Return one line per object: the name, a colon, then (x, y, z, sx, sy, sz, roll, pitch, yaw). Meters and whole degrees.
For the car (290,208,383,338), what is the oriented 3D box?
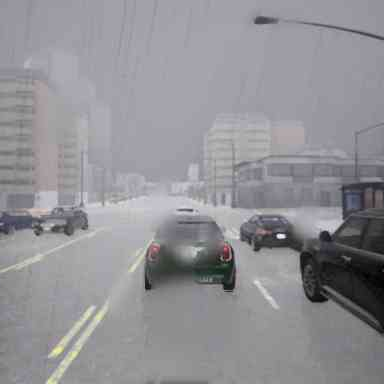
car: (3.515, 1.257, 5.240, 2.150, 2.045, 5.566, 0, 0, 0)

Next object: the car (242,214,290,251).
car: (3.313, 1.665, 14.588, 1.994, 1.385, 4.181, 0, 0, -2)

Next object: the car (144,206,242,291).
car: (-0.073, 1.417, 9.395, 2.097, 1.767, 4.553, 0, 0, -1)

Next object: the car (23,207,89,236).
car: (-7.421, 1.630, 19.293, 2.128, 1.511, 4.902, 0, -1, -2)

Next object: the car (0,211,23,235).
car: (-10.935, 1.811, 19.874, 1.895, 1.301, 4.718, 0, 0, -2)

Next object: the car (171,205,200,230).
car: (-0.519, 1.690, 23.216, 1.812, 1.442, 4.674, 0, 0, -2)
